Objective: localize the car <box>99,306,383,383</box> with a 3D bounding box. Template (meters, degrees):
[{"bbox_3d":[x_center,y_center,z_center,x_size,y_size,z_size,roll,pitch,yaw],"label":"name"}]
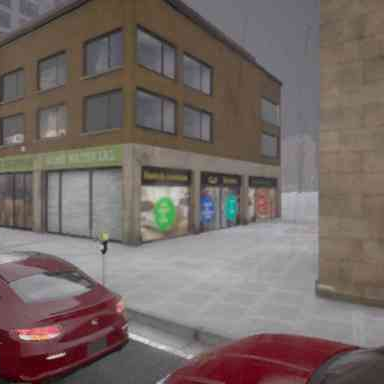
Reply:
[{"bbox_3d":[1.770,1.547,1.699,4.507,1.381,1.887,0,0,36],"label":"car"}]

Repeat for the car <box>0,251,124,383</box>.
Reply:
[{"bbox_3d":[-2.752,1.559,4.928,4.206,1.307,1.802,0,0,36],"label":"car"}]
